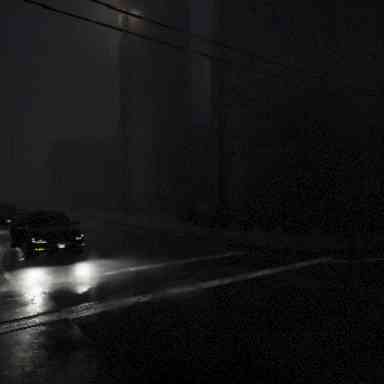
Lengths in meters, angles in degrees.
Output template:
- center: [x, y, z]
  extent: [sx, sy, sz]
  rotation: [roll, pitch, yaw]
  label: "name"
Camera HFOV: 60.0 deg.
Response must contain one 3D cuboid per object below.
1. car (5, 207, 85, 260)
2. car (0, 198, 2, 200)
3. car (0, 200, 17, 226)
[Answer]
- center: [-5.600, 1.488, 12.608]
  extent: [1.837, 1.490, 4.892]
  rotation: [0, 0, -36]
  label: "car"
- center: [-33.987, 1.508, 57.467]
  extent: [2.033, 1.411, 5.357]
  rotation: [0, 0, -36]
  label: "car"
- center: [-12.300, 1.488, 21.721]
  extent: [1.837, 1.490, 4.892]
  rotation: [0, 0, -36]
  label: "car"
